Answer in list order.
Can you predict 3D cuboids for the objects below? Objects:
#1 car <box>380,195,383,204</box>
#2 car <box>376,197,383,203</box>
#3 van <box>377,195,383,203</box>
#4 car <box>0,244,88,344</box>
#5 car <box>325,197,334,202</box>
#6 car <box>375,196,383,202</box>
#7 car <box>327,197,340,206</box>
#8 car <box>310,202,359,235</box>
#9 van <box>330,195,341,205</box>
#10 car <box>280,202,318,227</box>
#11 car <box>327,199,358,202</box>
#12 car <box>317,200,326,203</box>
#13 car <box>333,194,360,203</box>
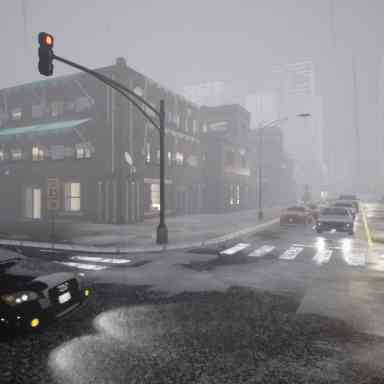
[{"bbox_3d":[32.154,1.638,53.949,1.802,1.307,4.206,0,0,27],"label":"car"},{"bbox_3d":[42.022,1.683,73.725,1.802,1.307,4.206,0,0,27],"label":"car"},{"bbox_3d":[37.089,1.418,63.838,1.690,1.788,3.998,0,0,27],"label":"van"},{"bbox_3d":[-4.044,1.598,5.883,4.181,1.385,1.994,-1,0,12],"label":"car"},{"bbox_3d":[14.712,1.550,37.763,1.752,1.417,4.829,0,0,27],"label":"car"},{"bbox_3d":[44.490,1.679,78.670,1.947,1.339,4.313,0,0,27],"label":"car"},{"bbox_3d":[24.580,1.581,57.539,1.752,1.417,4.829,0,0,27],"label":"car"},{"bbox_3d":[8.357,1.555,19.209,2.033,1.411,5.357,0,0,27],"label":"car"},{"bbox_3d":[27.123,1.407,62.635,1.690,1.788,3.998,0,0,27],"label":"van"},{"bbox_3d":[7.310,1.554,23.126,1.887,1.381,4.507,0,0,27],"label":"car"},{"bbox_3d":[12.595,1.541,27.649,1.812,1.442,4.674,0,0,27],"label":"car"},{"bbox_3d":[9.854,1.580,28.027,1.947,1.339,4.313,0,0,27],"label":"car"},{"bbox_3d":[17.391,1.247,37.108,2.150,2.045,5.566,0,0,27],"label":"car"}]
